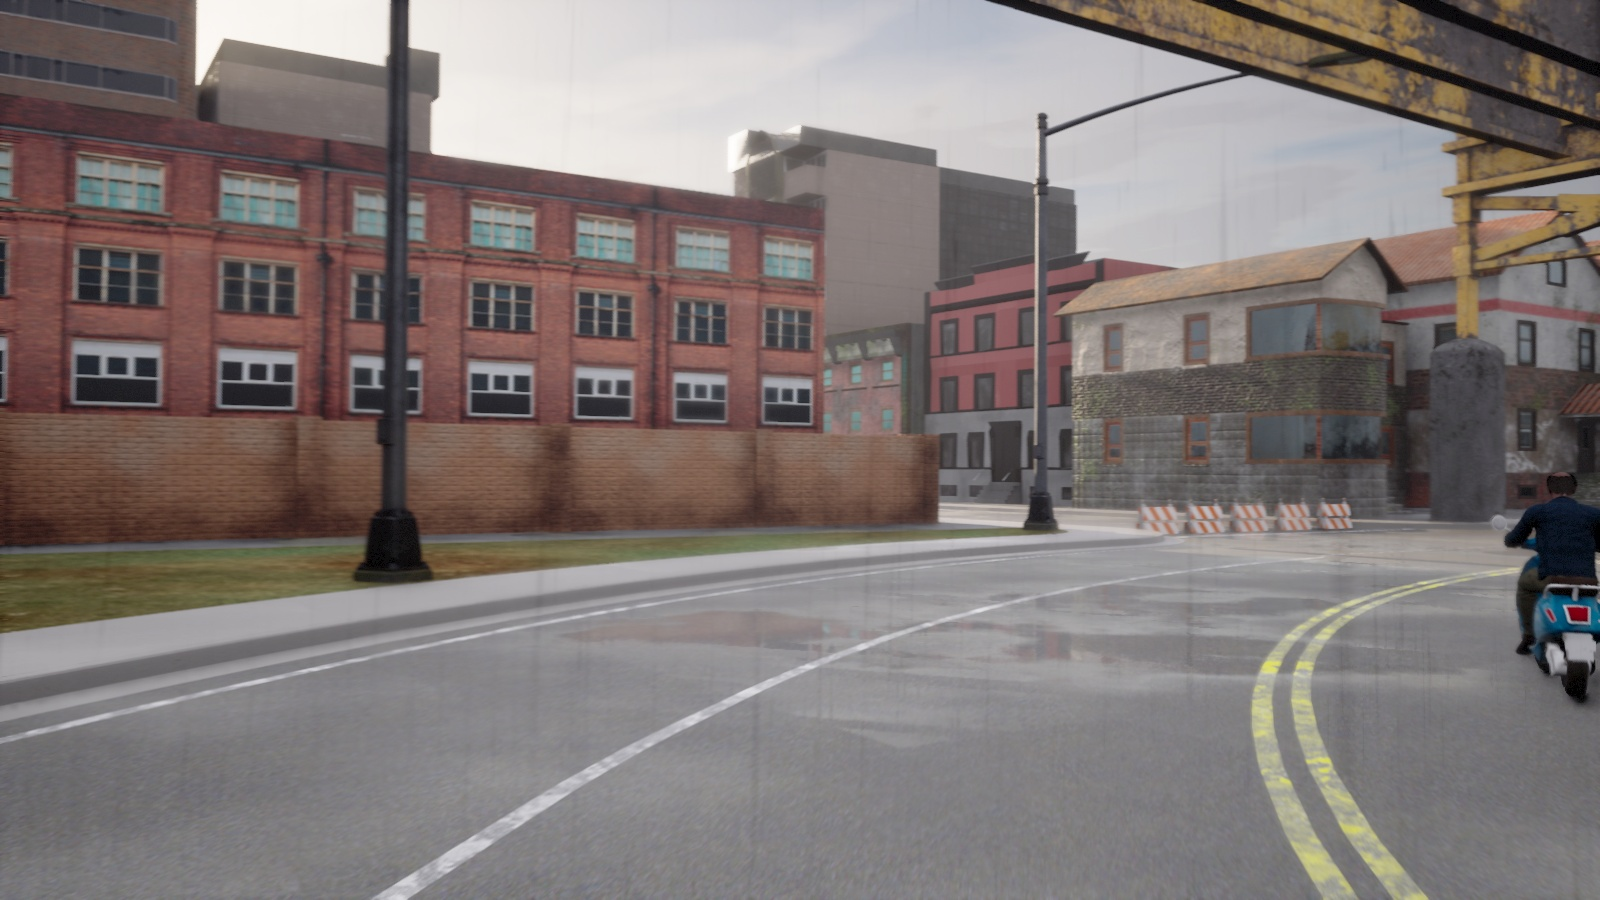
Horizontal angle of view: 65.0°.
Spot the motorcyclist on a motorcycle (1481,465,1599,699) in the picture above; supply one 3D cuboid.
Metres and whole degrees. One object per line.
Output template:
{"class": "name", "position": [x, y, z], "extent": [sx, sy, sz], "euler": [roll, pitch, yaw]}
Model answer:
{"class": "motorcyclist on a motorcycle", "position": [5.705, 0.914, 9.438], "extent": [0.866, 1.590, 1.817], "euler": [0, -1, 23]}
